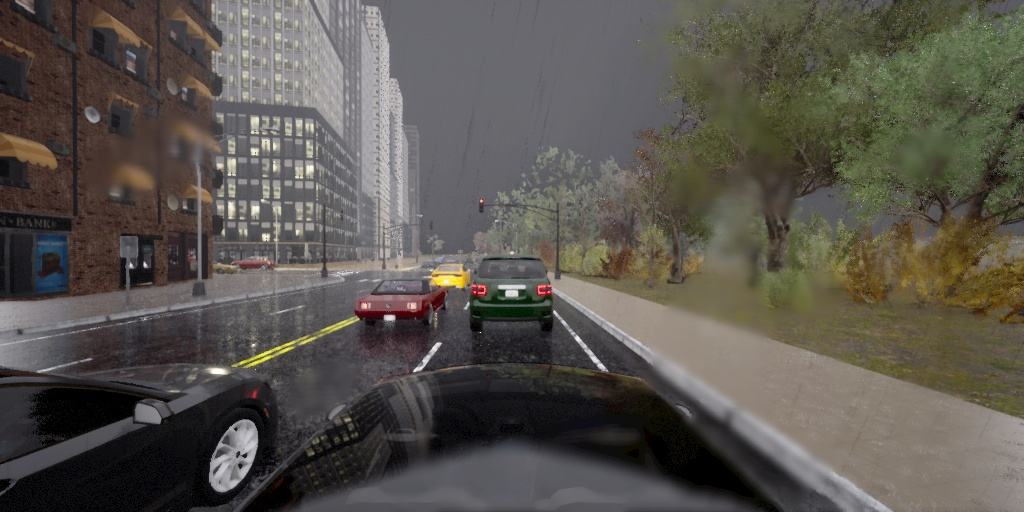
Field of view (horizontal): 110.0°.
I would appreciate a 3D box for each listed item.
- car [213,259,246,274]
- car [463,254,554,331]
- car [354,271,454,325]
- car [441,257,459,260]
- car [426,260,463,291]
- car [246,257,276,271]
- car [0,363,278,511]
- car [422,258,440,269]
[{"bbox_3d":[-26.646,0.932,31.370,4.829,1.417,1.751,0,0,-11],"label":"car"},{"bbox_3d":[-0.030,0.967,11.059,2.150,2.045,5.566,0,0,-1],"label":"car"},{"bbox_3d":[-3.282,1.347,11.713,1.895,1.301,4.718,0,0,-1],"label":"car"},{"bbox_3d":[-9.657,1.251,56.450,2.033,1.411,5.357,0,0,-6],"label":"car"},{"bbox_3d":[-3.582,1.217,21.528,1.882,1.535,5.008,0,0,-2],"label":"car"},{"bbox_3d":[-28.671,0.796,39.685,4.097,1.591,1.967,0,0,-11],"label":"car"},{"bbox_3d":[-3.181,1.255,1.494,1.837,1.490,4.892,0,0,0],"label":"car"},{"bbox_3d":[-12.890,1.269,56.051,1.994,1.385,4.181,0,0,-6],"label":"car"}]
